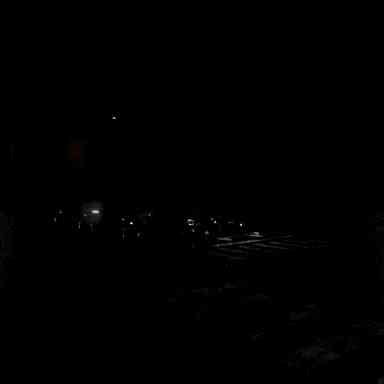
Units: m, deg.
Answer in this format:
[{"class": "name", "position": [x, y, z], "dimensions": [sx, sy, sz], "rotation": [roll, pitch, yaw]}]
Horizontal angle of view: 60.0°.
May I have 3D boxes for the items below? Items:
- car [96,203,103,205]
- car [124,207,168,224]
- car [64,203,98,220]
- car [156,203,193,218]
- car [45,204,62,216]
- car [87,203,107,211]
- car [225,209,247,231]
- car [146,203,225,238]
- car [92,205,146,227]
[{"class": "car", "position": [-10.476, 2.230, 38.767], "dimensions": [2.033, 1.411, 5.357], "rotation": [0, -1, -36]}, {"class": "car", "position": [-4.257, 2.082, 30.227], "dimensions": [1.895, 1.301, 4.718], "rotation": [0, -1, -36]}, {"class": "car", "position": [-11.942, 2.214, 35.269], "dimensions": [1.994, 1.385, 4.181], "rotation": [0, -1, -36]}, {"class": "car", "position": [-2.105, 2.053, 38.640], "dimensions": [1.882, 1.535, 5.008], "rotation": [0, -1, -36]}, {"class": "car", "position": [-17.768, 2.332, 43.309], "dimensions": [2.128, 1.511, 4.902], "rotation": [0, -1, -36]}, {"class": "car", "position": [-16.935, 2.657, 58.984], "dimensions": [1.895, 1.301, 4.718], "rotation": [0, -1, -36]}, {"class": "car", "position": [1.570, 1.801, 22.235], "dimensions": [1.837, 1.490, 4.892], "rotation": [0, -1, -36]}, {"class": "car", "position": [-0.532, 1.637, 19.600], "dimensions": [2.097, 1.767, 4.553], "rotation": [0, -1, -36]}, {"class": "car", "position": [-6.108, 2.009, 27.255], "dimensions": [2.033, 1.411, 5.357], "rotation": [0, -1, -35]}]
